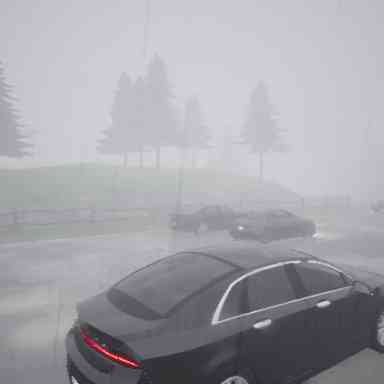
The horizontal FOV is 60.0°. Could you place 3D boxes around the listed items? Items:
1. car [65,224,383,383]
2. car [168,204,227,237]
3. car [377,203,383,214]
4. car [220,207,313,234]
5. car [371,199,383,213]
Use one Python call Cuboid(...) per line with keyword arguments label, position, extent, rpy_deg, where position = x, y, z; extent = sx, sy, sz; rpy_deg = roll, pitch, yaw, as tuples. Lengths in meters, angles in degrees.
Cuboid(label="car", position=(0.932, 1.471, 4.412), extent=(4.892, 1.490, 1.837), rpy_deg=(-1, 1, -35))
Cuboid(label="car", position=(1.146, 1.358, 17.462), extent=(5.008, 1.535, 1.882), rpy_deg=(-1, 1, -36))
Cuboid(label="car", position=(11.568, 1.343, 16.303), extent=(5.357, 1.411, 2.033), rpy_deg=(-1, 0, -36))
Cuboid(label="car", position=(3.639, 1.438, 14.942), extent=(4.181, 1.385, 1.994), rpy_deg=(-1, 0, -36))
Cuboid(label="car", position=(17.925, 1.256, 29.501), extent=(4.718, 1.301, 1.895), rpy_deg=(-1, 0, -36))
